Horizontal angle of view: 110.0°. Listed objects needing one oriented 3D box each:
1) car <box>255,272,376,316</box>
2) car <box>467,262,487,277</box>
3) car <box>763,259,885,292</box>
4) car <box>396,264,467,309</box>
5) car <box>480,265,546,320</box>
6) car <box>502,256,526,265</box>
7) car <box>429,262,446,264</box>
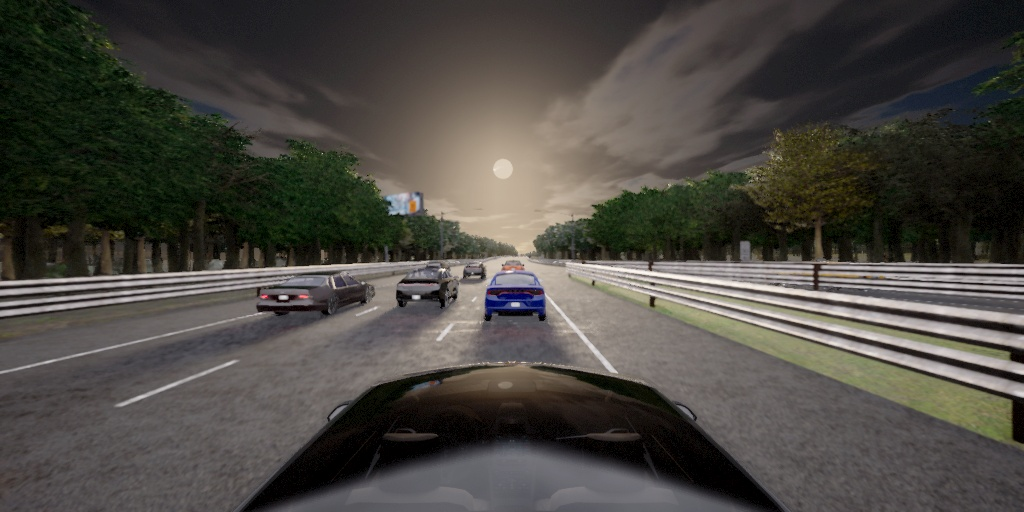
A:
[{"bbox_3d":[-6.899,1.308,13.329,2.033,1.411,5.357,0,0,0],"label":"car"},{"bbox_3d":[-3.402,1.307,33.359,2.128,1.511,4.902,0,0,0],"label":"car"},{"bbox_3d":[15.882,0.952,18.789,1.801,1.575,5.366,0,0,-16],"label":"car"},{"bbox_3d":[-3.401,1.255,15.153,2.128,1.511,4.902,0,0,0],"label":"car"},{"bbox_3d":[0.099,1.238,12.680,1.882,1.535,5.008,0,0,0],"label":"car"},{"bbox_3d":[0.098,1.167,33.143,2.097,1.767,4.553,0,0,0],"label":"car"},{"bbox_3d":[-6.902,1.321,33.405,1.837,1.490,4.892,0,0,0],"label":"car"}]
